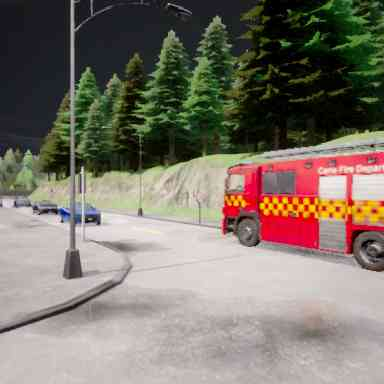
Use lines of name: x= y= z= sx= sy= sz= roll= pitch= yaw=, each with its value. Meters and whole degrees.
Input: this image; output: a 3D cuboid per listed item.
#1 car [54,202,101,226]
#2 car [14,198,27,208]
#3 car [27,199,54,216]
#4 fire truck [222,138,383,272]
car: x=-7.975 y=1.478 z=23.478 sx=1.882 sy=1.535 sz=5.008 roll=0 pitch=0 yaw=-34
car: x=-24.014 y=1.527 z=47.016 sx=1.812 sy=1.442 sz=4.674 roll=0 pitch=0 yaw=-34
car: x=-14.740 y=1.548 z=33.340 sx=2.033 sy=1.411 sz=5.357 roll=0 pitch=0 yaw=-34
fire truck: x=4.801 y=0.342 z=12.128 sx=2.891 sy=3.827 sz=8.468 roll=0 pitch=0 yaw=-34
